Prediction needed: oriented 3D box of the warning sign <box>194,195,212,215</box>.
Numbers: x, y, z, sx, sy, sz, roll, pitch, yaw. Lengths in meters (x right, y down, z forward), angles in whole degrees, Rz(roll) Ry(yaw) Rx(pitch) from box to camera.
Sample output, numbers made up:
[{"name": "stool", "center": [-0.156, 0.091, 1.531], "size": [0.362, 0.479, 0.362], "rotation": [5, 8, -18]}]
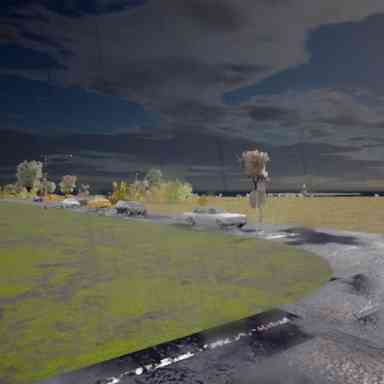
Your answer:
[{"name": "warning sign", "center": [1.010, 1.175, 31.556], "size": [1.300, 1.860, 1.060], "rotation": [0, 0, -35]}]

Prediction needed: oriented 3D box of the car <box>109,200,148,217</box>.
[{"name": "car", "center": [-5.988, 1.581, 32.271], "size": [1.837, 1.490, 4.892], "rotation": [0, 0, -35]}]

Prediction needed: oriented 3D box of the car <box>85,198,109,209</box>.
[{"name": "car", "center": [-13.299, 1.604, 47.631], "size": [1.882, 1.535, 5.008], "rotation": [0, 0, -34]}]

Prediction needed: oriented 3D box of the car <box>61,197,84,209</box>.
[{"name": "car", "center": [-18.137, 1.670, 49.620], "size": [1.812, 1.442, 4.674], "rotation": [0, 0, -35]}]

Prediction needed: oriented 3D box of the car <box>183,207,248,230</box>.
[{"name": "car", "center": [1.446, 1.642, 21.742], "size": [1.895, 1.301, 4.718], "rotation": [0, 0, -35]}]
